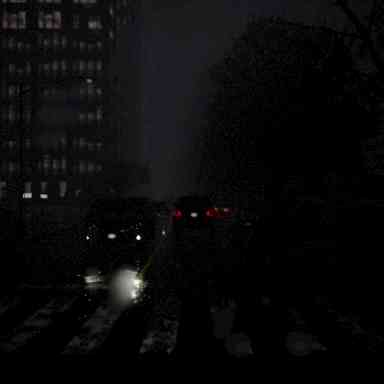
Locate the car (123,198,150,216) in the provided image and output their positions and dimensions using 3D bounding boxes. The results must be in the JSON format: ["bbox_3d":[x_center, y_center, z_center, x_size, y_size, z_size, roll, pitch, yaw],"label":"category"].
[{"bbox_3d":[-5.320,1.399,32.577,1.967,1.590,4.097,0,0,0],"label":"car"}]

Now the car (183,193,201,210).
[{"bbox_3d":[-0.003,1.165,43.989,2.150,2.045,5.566,0,0,0],"label":"car"}]

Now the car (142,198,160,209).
[{"bbox_3d":[-5.322,1.508,43.666,1.947,1.339,4.313,0,0,0],"label":"car"}]

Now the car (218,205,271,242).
[{"bbox_3d":[2.563,1.532,15.934,2.008,1.369,4.403,0,0,0],"label":"car"}]

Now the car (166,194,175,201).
[{"bbox_3d":[-5.329,1.315,82.481,1.967,1.590,4.097,0,0,0],"label":"car"}]

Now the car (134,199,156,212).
[{"bbox_3d":[-5.321,1.495,38.122,1.887,1.381,4.507,0,0,0],"label":"car"}]

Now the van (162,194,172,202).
[{"bbox_3d":[-5.327,1.237,71.391,1.690,1.788,3.998,0,0,0],"label":"van"}]

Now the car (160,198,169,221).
[{"bbox_3d":[-2.850,1.471,27.000,1.837,1.490,4.892,0,0,0],"label":"car"}]

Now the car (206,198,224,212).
[{"bbox_3d":[2.559,1.476,38.285,1.752,1.417,4.829,0,0,0],"label":"car"}]

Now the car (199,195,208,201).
[{"bbox_3d":[2.553,1.431,76.933,1.887,1.381,4.507,0,0,0],"label":"car"}]

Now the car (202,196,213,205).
[{"bbox_3d":[2.740,1.423,59.174,1.837,1.490,4.892,0,0,0],"label":"car"}]

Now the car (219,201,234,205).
[{"bbox_3d":[2.561,1.407,27.025,1.967,1.590,4.097,0,0,0],"label":"car"}]

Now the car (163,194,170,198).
[{"bbox_3d":[-2.772,1.431,46.484,2.128,1.511,4.902,0,0,0],"label":"car"}]

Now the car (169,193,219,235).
[{"bbox_3d":[0.097,1.199,18.730,2.150,2.045,5.566,0,0,0],"label":"car"}]

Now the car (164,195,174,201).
[{"bbox_3d":[-5.328,1.436,76.937,2.008,1.369,4.403,0,0,0],"label":"car"}]

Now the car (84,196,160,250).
[{"bbox_3d":[-2.850,1.204,14.536,2.150,2.045,5.566,0,0,0],"label":"car"}]

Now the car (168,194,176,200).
[{"bbox_3d":[-5.330,1.305,88.026,1.967,1.590,4.097,0,0,0],"label":"car"}]

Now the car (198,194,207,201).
[{"bbox_3d":[2.552,1.316,82.478,1.967,1.590,4.097,0,0,0],"label":"car"}]

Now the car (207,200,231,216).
[{"bbox_3d":[2.560,1.525,32.570,1.947,1.339,4.313,0,0,0],"label":"car"}]

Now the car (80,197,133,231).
[{"bbox_3d":[-5.318,1.289,21.487,2.192,1.841,5.009,0,0,0],"label":"car"}]
